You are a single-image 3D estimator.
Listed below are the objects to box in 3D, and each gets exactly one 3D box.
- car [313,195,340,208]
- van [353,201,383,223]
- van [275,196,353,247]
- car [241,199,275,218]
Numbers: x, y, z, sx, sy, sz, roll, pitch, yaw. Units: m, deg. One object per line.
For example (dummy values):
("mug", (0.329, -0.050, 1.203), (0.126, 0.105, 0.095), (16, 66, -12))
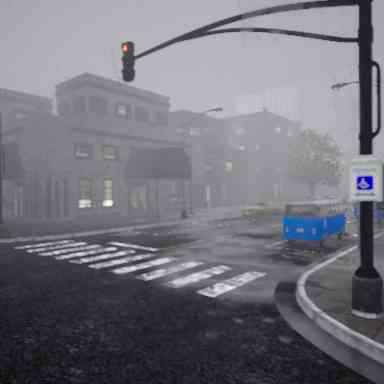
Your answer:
("car", (16.623, 1.157, 40.985), (1.887, 1.381, 4.507), (0, 0, 40))
("van", (12.457, 1.116, 22.876), (1.690, 1.788, 3.998), (0, 0, 40))
("van", (5.394, 1.245, 14.386), (1.690, 1.788, 3.998), (0, 0, 40))
("car", (5.920, 1.327, 28.119), (1.752, 1.417, 4.829), (0, 0, 40))
